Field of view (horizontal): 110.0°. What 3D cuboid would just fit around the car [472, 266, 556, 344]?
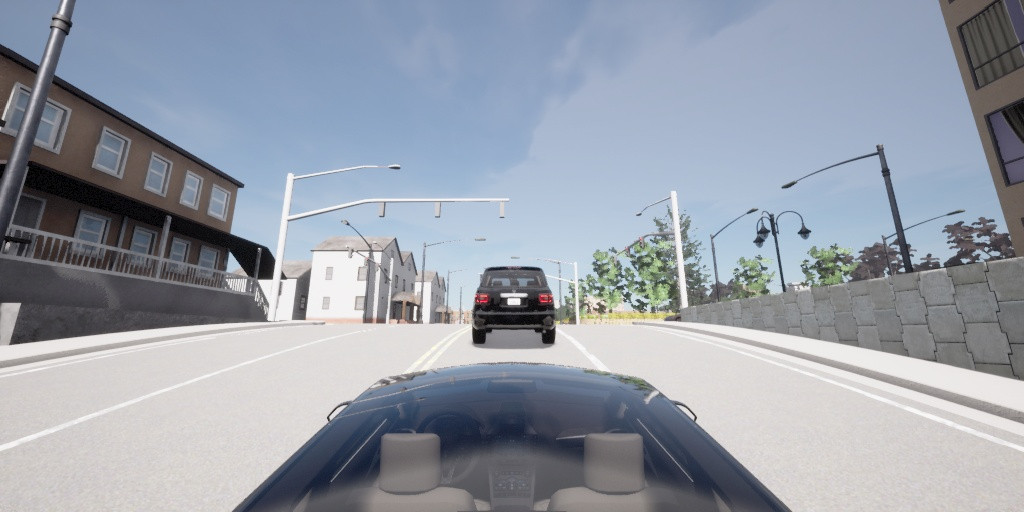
[{"bbox_3d":[0.049,1.500,11.159,2.150,2.045,5.566,0,-7,0],"label":"car"}]

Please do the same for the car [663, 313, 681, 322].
[{"bbox_3d":[15.823,5.448,31.725,4.553,1.767,2.097,0,-12,0],"label":"car"}]
